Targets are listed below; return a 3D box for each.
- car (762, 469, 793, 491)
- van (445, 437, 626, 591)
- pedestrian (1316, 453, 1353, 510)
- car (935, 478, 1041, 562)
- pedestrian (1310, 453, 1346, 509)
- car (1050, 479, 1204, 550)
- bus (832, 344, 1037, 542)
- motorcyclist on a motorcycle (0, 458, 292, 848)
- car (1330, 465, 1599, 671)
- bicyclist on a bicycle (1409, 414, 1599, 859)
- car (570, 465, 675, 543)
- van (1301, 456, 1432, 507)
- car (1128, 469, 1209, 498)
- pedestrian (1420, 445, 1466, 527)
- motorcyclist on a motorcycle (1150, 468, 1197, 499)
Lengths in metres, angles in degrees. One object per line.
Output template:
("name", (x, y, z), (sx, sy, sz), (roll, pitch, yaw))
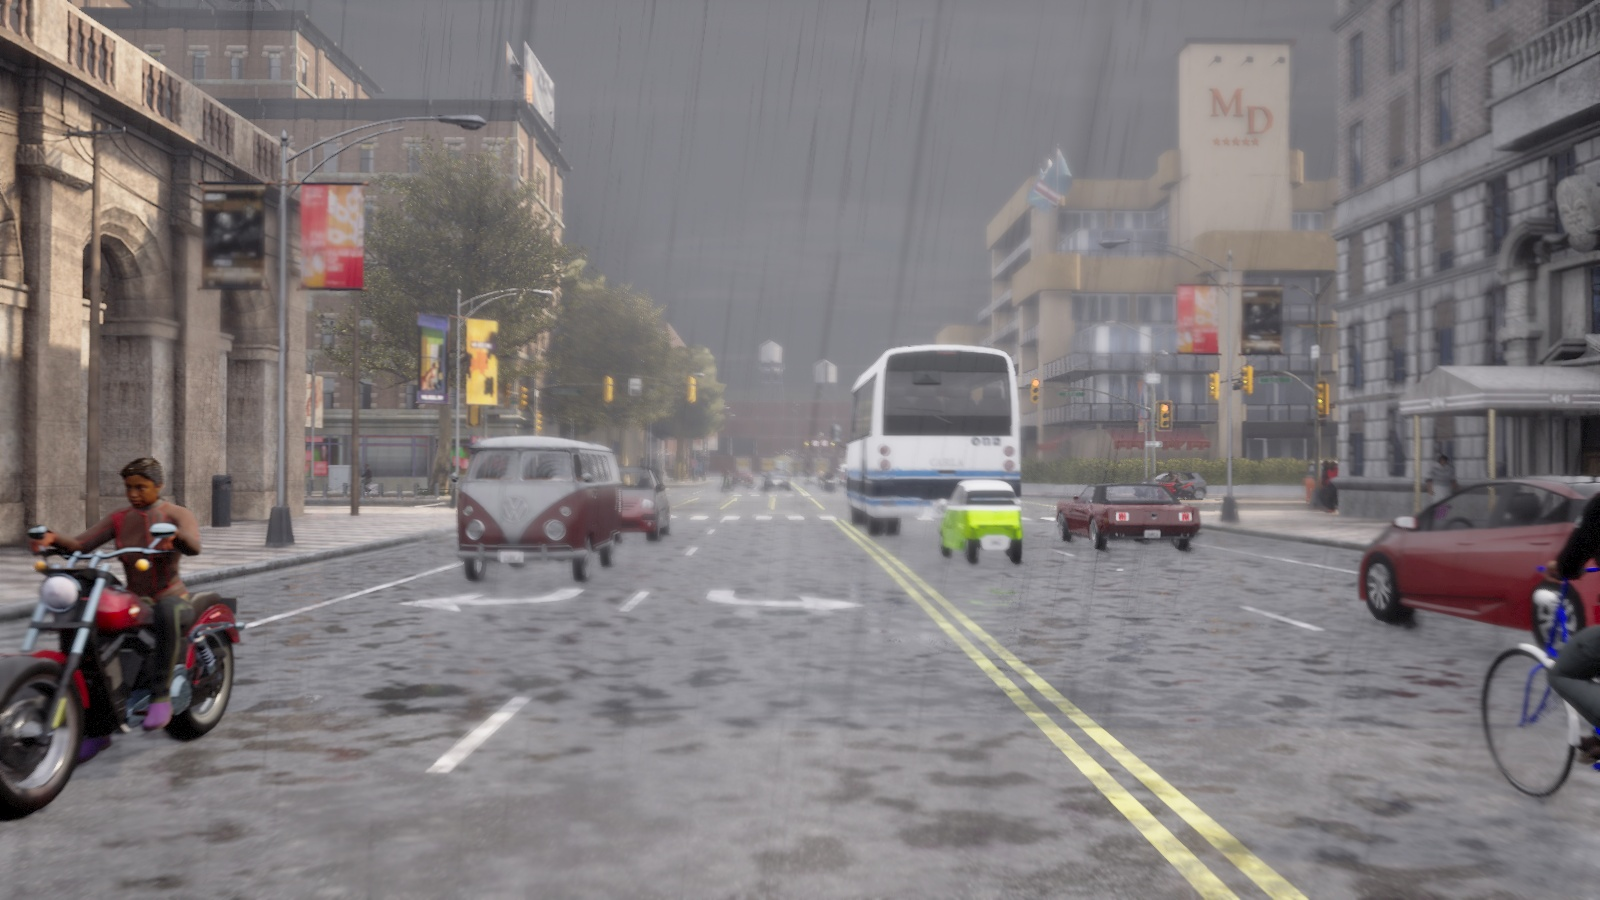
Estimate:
("car", (-1.588, 2.128, 89.326), (2.128, 1.511, 4.902), (0, -1, -1))
("van", (-3.714, 0.860, 18.410), (1.775, 1.987, 4.442), (0, -1, -1))
("pedestrian", (17.466, 1.021, 41.012), (0.899, 1.844, 0.634), (0, -1, -5))
("car", (3.246, 1.187, 22.002), (1.481, 1.376, 2.207), (0, -1, -1))
("pedestrian", (17.509, 1.031, 41.684), (0.899, 1.844, 0.634), (0, -1, -4))
("car", (6.669, 1.283, 26.165), (1.895, 1.301, 4.718), (0, -1, -1))
("bus", (3.041, -0.081, 32.273), (3.944, 4.253, 10.273), (0, -1, -1))
("motorcyclist on a motorcycle", (-3.481, 0.875, 6.499), (0.766, 1.649, 2.350), (0, -1, -1))
("car", (6.890, 0.907, 11.570), (2.007, 1.525, 4.514), (0, -1, -1))
("bicyclist on a bicycle", (3.509, 0.753, 5.571), (0.659, 1.776, 1.843), (0, -1, -2))
("car", (-3.868, 1.150, 28.013), (1.851, 1.617, 3.988), (0, -1, -1))
("van", (22.684, 1.240, 50.381), (4.442, 1.987, 1.775), (0, -1, -1))
("car", (19.150, 1.740, 65.304), (3.633, 1.501, 1.845), (0, -1, -1))
("pedestrian", (15.571, 0.868, 30.429), (0.659, 1.952, 0.873), (0, -1, 0))
("motorcyclist on a motorcycle", (18.370, 1.658, 61.782), (2.044, 1.523, 0.797), (0, -1, -1))
